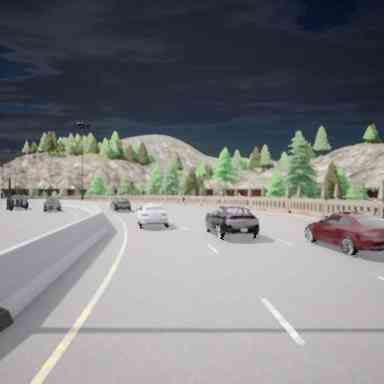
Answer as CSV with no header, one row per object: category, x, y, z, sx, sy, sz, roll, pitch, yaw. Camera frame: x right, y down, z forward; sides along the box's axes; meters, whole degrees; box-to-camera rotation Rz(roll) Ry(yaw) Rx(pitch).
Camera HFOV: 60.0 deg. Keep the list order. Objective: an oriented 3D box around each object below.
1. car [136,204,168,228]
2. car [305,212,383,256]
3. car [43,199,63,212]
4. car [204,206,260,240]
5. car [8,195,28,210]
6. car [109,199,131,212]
car,-2.694,1.514,22.041,1.812,1.442,4.674,0,0,-13
car,6.083,1.483,12.798,1.812,1.442,4.674,0,0,-7
car,-16.423,1.585,39.312,1.837,1.490,4.892,0,-1,-26
car,1.900,1.463,16.991,2.128,1.511,4.902,0,0,-9
car,-24.478,1.373,46.728,2.150,2.045,5.566,0,0,-32
car,-8.500,1.517,39.241,2.128,1.511,4.902,0,0,-24
